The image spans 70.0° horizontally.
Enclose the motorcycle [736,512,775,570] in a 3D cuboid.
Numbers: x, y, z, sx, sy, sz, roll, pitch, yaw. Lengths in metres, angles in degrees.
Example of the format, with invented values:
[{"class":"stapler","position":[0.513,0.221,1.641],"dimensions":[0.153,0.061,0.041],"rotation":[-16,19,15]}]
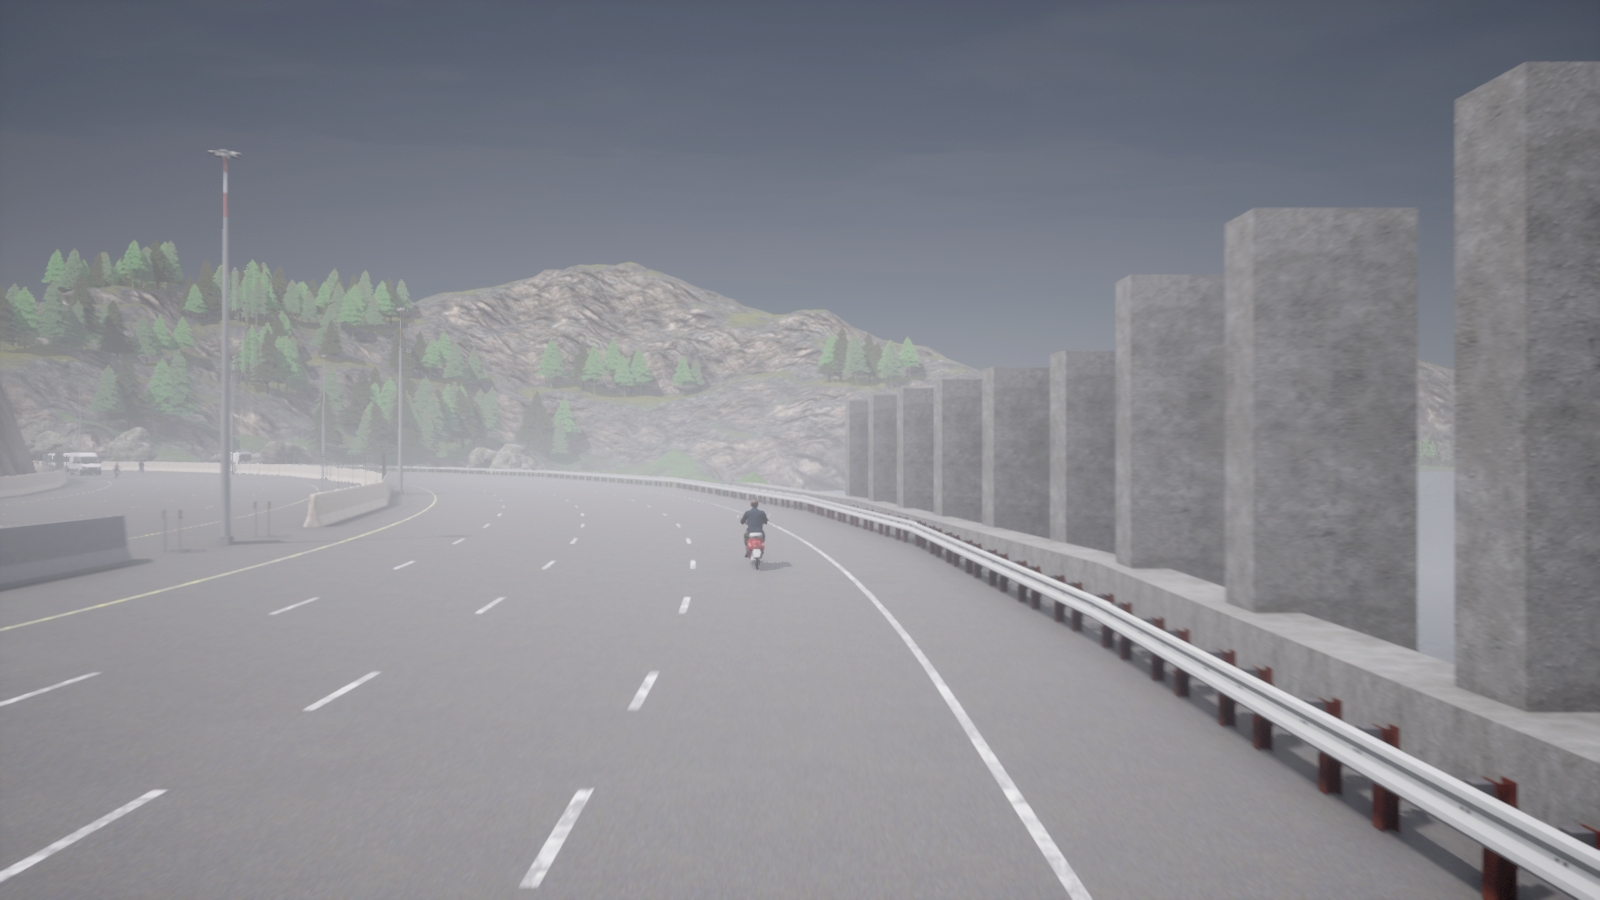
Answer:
[{"class":"motorcycle","position":[-1.089,2.180,27.554],"dimensions":[0.856,1.236,1.805],"rotation":[-1,0,-5]}]
